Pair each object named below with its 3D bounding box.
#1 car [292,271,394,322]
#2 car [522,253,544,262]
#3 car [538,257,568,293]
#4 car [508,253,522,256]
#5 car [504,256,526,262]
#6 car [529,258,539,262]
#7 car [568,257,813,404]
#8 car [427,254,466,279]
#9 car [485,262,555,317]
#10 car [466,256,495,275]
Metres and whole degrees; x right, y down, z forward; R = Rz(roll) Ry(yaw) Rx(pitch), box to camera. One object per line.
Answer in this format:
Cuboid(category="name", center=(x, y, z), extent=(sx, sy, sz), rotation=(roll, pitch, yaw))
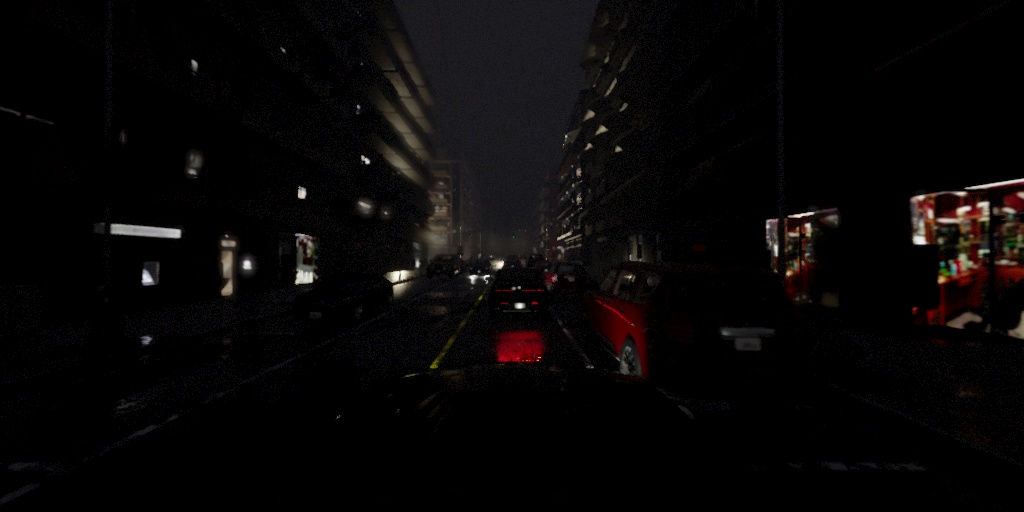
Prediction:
Cuboid(category="car", center=(-5.314, 1.196, 11.865), extent=(1.948, 1.339, 4.313), rotation=(0, 0, 0))
Cuboid(category="car", center=(2.531, 0.653, 39.460), extent=(2.192, 1.841, 5.009), rotation=(0, 0, 0))
Cuboid(category="car", center=(2.533, 1.009, 17.336), extent=(1.967, 1.591, 4.097), rotation=(0, 0, 0))
Cuboid(category="car", center=(0.096, 0.575, 51.831), extent=(2.097, 1.767, 4.553), rotation=(0, 1, 0))
Cuboid(category="car", center=(0.097, 0.934, 36.174), extent=(1.994, 1.385, 4.181), rotation=(0, 0, 0))
Cuboid(category="car", center=(2.532, 1.032, 28.398), extent=(1.802, 1.307, 4.207), rotation=(0, 0, 0))
Cuboid(category="car", center=(2.534, 1.010, 6.274), extent=(2.192, 1.841, 5.009), rotation=(0, 0, 0))
Cuboid(category="car", center=(-5.316, 0.764, 28.452), extent=(2.192, 1.841, 5.009), rotation=(0, 0, 0))
Cuboid(category="car", center=(0.149, 1.127, 12.540), extent=(1.837, 1.490, 4.892), rotation=(0, 1, -2))
Cuboid(category="car", center=(-2.833, 0.944, 33.574), extent=(2.033, 1.411, 5.357), rotation=(0, 1, 0))
